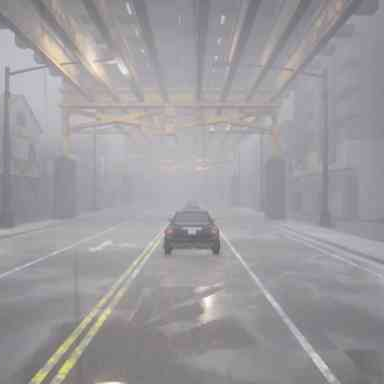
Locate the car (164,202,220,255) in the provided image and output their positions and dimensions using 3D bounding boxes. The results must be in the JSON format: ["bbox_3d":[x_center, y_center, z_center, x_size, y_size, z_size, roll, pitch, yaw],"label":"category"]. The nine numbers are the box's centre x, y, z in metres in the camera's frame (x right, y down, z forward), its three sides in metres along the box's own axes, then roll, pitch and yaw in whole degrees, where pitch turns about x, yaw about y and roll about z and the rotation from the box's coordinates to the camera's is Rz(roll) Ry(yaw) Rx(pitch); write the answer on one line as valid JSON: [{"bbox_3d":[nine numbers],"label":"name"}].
[{"bbox_3d":[0.004,1.483,14.080,2.097,1.767,4.553,0,-1,0],"label":"car"}]
